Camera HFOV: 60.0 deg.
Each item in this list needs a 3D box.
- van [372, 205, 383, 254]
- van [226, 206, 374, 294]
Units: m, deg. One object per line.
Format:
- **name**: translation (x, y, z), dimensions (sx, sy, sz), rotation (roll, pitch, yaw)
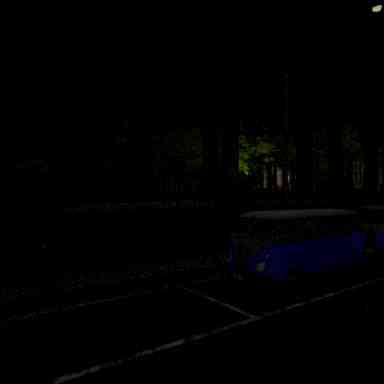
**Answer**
- **van**: translation (7.312, 1.331, 11.744), dimensions (3.998, 1.788, 1.690), rotation (0, 0, -35)
- **van**: translation (2.705, 1.336, 8.460), dimensions (3.998, 1.788, 1.690), rotation (0, 0, -35)
